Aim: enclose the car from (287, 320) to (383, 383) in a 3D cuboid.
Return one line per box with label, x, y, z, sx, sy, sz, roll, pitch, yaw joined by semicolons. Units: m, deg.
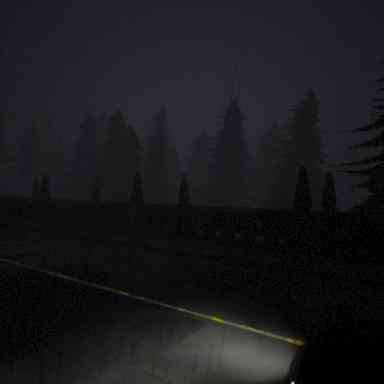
car;3.008;1.530;1.846;4.892;1.490;1.837;1;0;35
